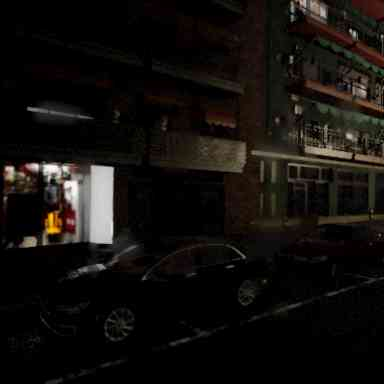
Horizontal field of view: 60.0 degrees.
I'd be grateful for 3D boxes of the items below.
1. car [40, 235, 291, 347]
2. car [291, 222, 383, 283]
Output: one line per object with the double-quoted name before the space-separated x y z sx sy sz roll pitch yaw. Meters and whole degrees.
"car" -0.433 1.544 6.234 4.403 1.369 2.008 0 1 -36
"car" 4.203 1.562 9.546 4.206 1.307 1.802 0 1 -36
